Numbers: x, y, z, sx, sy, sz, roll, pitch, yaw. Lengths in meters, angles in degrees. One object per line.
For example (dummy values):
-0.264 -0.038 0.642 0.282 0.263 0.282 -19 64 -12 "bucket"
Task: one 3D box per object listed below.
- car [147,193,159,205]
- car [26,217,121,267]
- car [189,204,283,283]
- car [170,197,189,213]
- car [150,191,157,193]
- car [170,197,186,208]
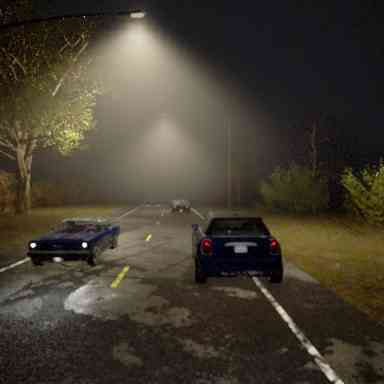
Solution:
-6.391 1.346 54.397 1.812 1.442 4.674 0 0 -5 "car"
-3.818 1.578 11.543 1.895 1.301 4.718 0 0 -2 "car"
1.073 1.331 9.747 2.097 1.767 4.553 0 0 -1 "car"
-1.179 1.500 34.680 1.895 1.301 4.718 0 0 -3 "car"
-9.599 0.879 82.437 2.150 2.045 5.566 0 0 -8 "car"
-2.057 1.416 46.497 1.994 1.385 4.181 0 0 -5 "car"
